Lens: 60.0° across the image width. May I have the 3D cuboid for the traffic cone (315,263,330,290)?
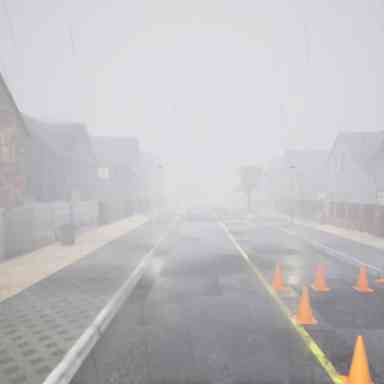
[{"bbox_3d":[3.041,1.994,7.894,0.340,0.580,0.340,1,0,1],"label":"traffic cone"}]

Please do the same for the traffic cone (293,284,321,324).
[{"bbox_3d":[2.007,1.981,5.911,0.340,0.580,0.340,1,0,1],"label":"traffic cone"}]

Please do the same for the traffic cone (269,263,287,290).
[{"bbox_3d":[2.041,1.984,7.911,0.340,0.580,0.340,1,0,1],"label":"traffic cone"}]

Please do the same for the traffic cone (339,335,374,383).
[{"bbox_3d":[1.972,1.979,3.911,0.340,0.580,0.340,1,0,1],"label":"traffic cone"}]

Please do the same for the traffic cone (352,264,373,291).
[{"bbox_3d":[4.041,2.004,7.876,0.340,0.580,0.340,1,0,1],"label":"traffic cone"}]
